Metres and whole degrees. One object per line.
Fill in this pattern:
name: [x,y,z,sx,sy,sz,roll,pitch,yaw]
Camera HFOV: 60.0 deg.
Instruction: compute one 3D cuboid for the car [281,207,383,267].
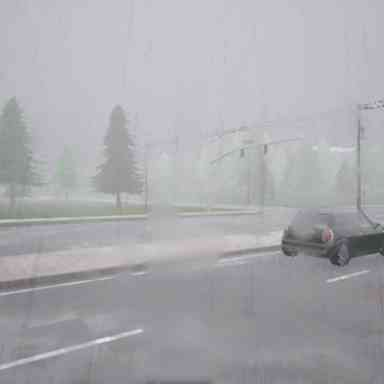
car: [5.326,1.401,11.862,4.553,1.767,2.097,0,0,-35]
